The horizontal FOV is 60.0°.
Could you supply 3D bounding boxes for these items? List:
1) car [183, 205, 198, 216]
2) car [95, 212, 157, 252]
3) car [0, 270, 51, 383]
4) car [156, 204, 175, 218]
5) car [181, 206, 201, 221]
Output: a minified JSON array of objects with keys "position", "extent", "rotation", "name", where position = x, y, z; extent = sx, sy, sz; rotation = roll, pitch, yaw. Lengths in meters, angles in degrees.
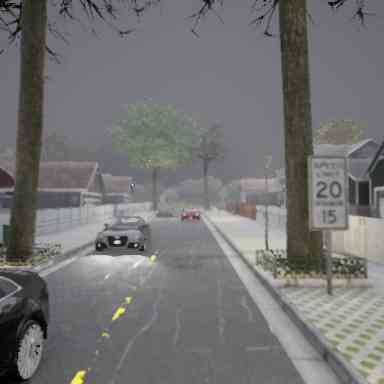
[{"position":[-0.211,2.448,44.135],"extent":[1.895,1.301,4.718],"rotation":[0,-1,0],"name":"car"},{"position":[-2.916,1.801,14.930],"extent":[1.994,1.385,4.181],"rotation":[0,-1,-1],"name":"car"},{"position":[-2.864,1.527,2.687],"extent":[2.128,1.511,4.902],"rotation":[0,-1,0],"name":"car"},{"position":[-3.076,2.228,38.886],"extent":[1.837,1.490,4.892],"rotation":[0,-1,0],"name":"car"},{"position":[-0.114,2.206,33.711],"extent":[1.895,1.301,4.718],"rotation":[0,-1,0],"name":"car"}]
